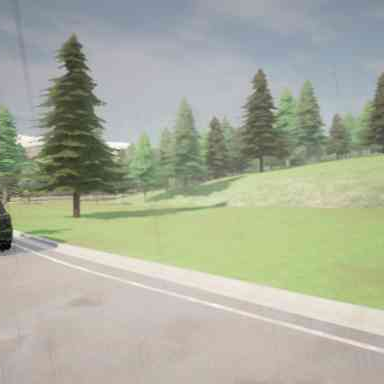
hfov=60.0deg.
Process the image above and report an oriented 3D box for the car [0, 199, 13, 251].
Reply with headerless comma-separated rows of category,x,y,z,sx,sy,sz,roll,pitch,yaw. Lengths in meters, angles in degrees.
car,-8.909,1.245,13.206,2.150,2.045,5.566,-2,1,-43
